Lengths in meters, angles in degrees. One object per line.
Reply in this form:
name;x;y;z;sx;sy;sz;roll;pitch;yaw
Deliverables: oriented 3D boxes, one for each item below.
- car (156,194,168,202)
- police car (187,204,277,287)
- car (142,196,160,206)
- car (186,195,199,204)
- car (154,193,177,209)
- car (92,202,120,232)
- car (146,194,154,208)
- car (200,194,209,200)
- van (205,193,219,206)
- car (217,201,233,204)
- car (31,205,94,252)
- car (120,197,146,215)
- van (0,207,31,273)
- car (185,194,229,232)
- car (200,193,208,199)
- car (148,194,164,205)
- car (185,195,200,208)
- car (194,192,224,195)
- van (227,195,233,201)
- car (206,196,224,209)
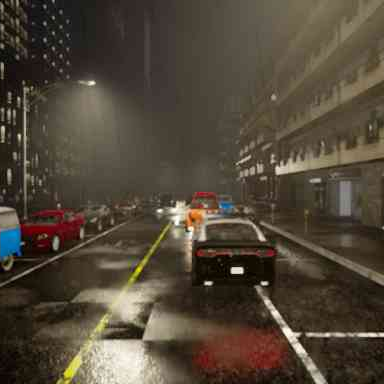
car;-5.599;1.132;63.026;1.947;1.339;4.313;0;0;0
police car;0.914;1.355;9.272;1.930;1.638;5.238;0;0;0
car;-5.624;1.224;46.457;2.008;1.369;4.403;0;0;0
car;0.083;1.167;54.753;2.033;1.411;5.357;0;0;0
car;-3.009;1.064;40.327;2.097;1.767;4.553;0;0;0
car;-5.665;1.425;18.844;1.947;1.339;4.313;0;0;0
car;-5.632;1.260;40.934;2.008;1.369;4.403;0;0;0
car;2.798;1.066;74.059;1.947;1.339;4.313;0;0;0
van;2.756;1.014;46.442;1.690;1.788;3.998;0;0;0
car;2.716;1.410;18.831;2.008;1.369;4.403;0;0;0
car;-5.673;1.444;13.321;1.887;1.381;4.507;0;0;0
car;-5.649;1.222;29.889;1.967;1.590;4.097;0;0;0
van;-5.681;1.281;7.796;1.690;1.788;3.998;0;0;0
car;0.685;1.204;19.127;2.097;1.767;4.553;0;0;0
car;2.806;0.992;79.750;1.752;1.417;4.829;0;0;0
car;-5.616;1.077;51.980;1.967;1.590;4.097;0;0;0
car;0.087;1.194;43.998;1.837;1.490;4.892;0;0;1
car;0.938;1.040;25.192;2.150;2.045;5.566;0;0;0
van;2.732;1.123;29.875;1.690;1.788;3.998;0;0;0
car;2.749;1.254;40.921;1.887;1.381;4.507;0;0;0
